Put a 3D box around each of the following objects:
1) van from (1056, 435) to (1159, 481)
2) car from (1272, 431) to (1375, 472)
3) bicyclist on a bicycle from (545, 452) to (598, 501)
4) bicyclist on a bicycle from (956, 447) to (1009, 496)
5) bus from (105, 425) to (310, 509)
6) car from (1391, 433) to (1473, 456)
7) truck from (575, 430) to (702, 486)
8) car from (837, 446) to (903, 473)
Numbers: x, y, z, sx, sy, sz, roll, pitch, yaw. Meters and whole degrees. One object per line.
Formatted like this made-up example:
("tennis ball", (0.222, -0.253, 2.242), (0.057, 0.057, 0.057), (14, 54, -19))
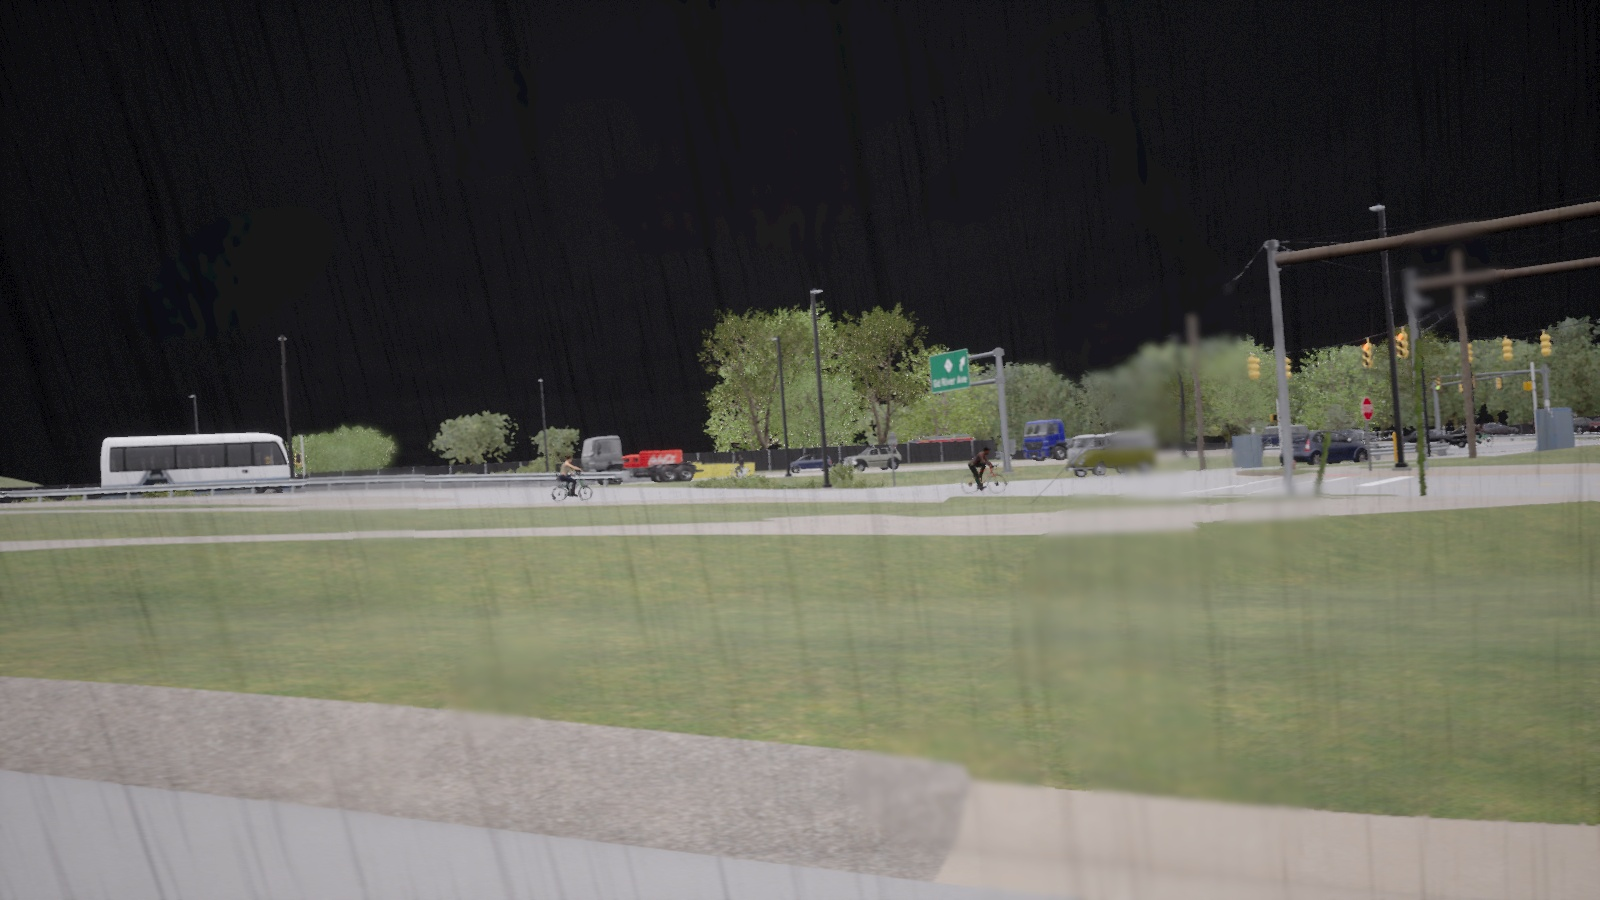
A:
("van", (14.392, 0.355, 58.742), (4.442, 1.987, 1.775), (-2, -1, -24))
("car", (22.878, 0.085, 54.895), (3.988, 1.617, 1.851), (-2, -1, -24))
("bicyclist on a bicycle", (-7.880, 0.903, 43.269), (1.509, 1.612, 0.866), (-1, -3, -33))
("bicyclist on a bicycle", (6.282, 0.756, 43.200), (1.656, 1.620, 0.582), (-1, 2, 27))
("bus", (-33.742, 0.945, 71.993), (10.273, 4.253, 3.944), (-2, -1, -24))
("car", (41.554, -0.354, 82.696), (1.895, 1.301, 4.718), (-2, -1, -21))
("truck", (-11.018, 0.517, 85.759), (7.936, 3.462, 2.891), (-2, -1, -24))
("car", (5.388, 0.729, 96.742), (4.605, 1.855, 1.932), (-2, -1, -24))
